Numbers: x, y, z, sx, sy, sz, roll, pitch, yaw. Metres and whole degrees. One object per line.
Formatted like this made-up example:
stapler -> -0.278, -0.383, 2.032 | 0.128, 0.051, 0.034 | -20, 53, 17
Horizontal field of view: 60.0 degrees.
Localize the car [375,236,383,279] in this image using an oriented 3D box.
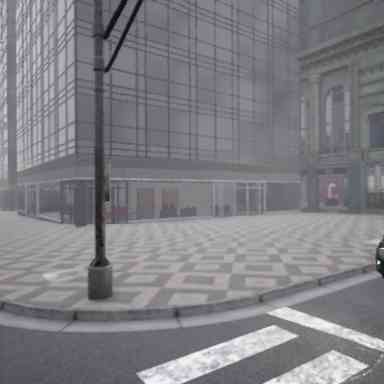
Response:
car -> 6.810, 1.146, 8.230 | 5.566, 2.045, 2.150 | -1, 0, -36
